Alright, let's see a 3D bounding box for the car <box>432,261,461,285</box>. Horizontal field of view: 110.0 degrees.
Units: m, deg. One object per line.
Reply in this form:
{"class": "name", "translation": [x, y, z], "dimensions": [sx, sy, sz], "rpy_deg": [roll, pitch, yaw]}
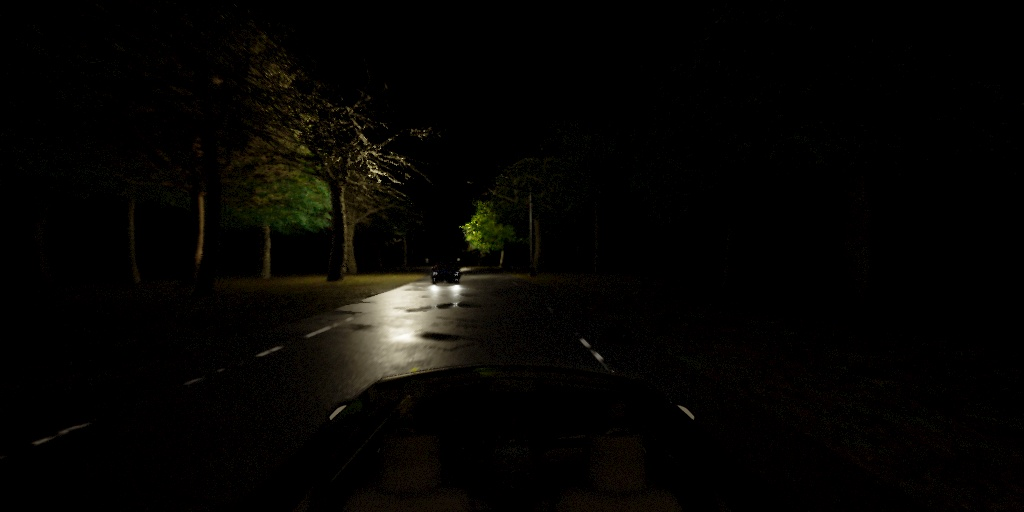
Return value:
{"class": "car", "translation": [-5.219, 1.352, 28.879], "dimensions": [2.097, 1.767, 4.553], "rpy_deg": [0, -1, -7]}
